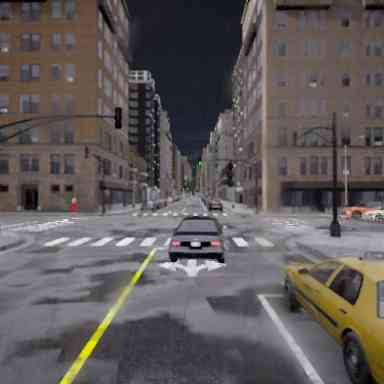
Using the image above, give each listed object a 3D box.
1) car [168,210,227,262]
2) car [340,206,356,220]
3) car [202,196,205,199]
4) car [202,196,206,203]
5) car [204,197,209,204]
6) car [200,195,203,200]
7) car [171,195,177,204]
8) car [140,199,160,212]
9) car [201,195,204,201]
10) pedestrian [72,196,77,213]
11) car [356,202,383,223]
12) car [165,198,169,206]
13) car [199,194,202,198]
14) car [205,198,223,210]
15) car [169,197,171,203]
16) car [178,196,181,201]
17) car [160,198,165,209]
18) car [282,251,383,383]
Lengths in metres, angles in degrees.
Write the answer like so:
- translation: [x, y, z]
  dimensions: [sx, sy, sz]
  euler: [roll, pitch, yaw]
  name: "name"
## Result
- translation: [0.306, 1.608, 12.371]
  dimensions: [2.033, 1.411, 5.357]
  euler: [0, 0, 5]
  name: "car"
- translation: [16.106, 1.664, 30.582]
  dimensions: [4.553, 1.767, 2.097]
  euler: [0, -1, 0]
  name: "car"
- translation: [3.209, 1.824, 59.158]
  dimensions: [1.887, 1.381, 4.507]
  euler: [1, 0, 1]
  name: "car"
- translation: [3.138, 1.805, 53.628]
  dimensions: [2.008, 1.369, 4.403]
  euler: [1, 0, 1]
  name: "car"
- translation: [3.067, 1.774, 48.098]
  dimensions: [1.887, 1.381, 4.507]
  euler: [1, 0, 1]
  name: "car"
- translation: [3.494, 1.930, 81.279]
  dimensions: [2.008, 1.369, 4.403]
  euler: [1, 0, 1]
  name: "car"
- translation: [-5.103, 1.881, 75.676]
  dimensions: [1.752, 1.417, 4.829]
  euler: [1, 0, 1]
  name: "car"
- translation: [-5.530, 1.787, 42.673]
  dimensions: [1.802, 1.307, 4.206]
  euler: [1, 0, 1]
  name: "car"
- translation: [3.352, 1.896, 70.218]
  dimensions: [1.947, 1.339, 4.313]
  euler: [1, 0, 1]
  name: "car"
- translation: [-12.354, 1.319, 34.943]
  dimensions: [0.375, 1.860, 0.375]
  euler: [0, -1, 0]
  name: "pedestrian"
- translation: [16.467, 1.793, 27.329]
  dimensions: [4.674, 1.442, 1.812]
  euler: [0, -1, 0]
  name: "car"
- translation: [-5.387, 1.807, 53.731]
  dimensions: [2.008, 1.369, 4.403]
  euler: [1, 0, 1]
  name: "car"
- translation: [3.637, 1.993, 92.339]
  dimensions: [1.947, 1.339, 4.313]
  euler: [1, 0, 1]
  name: "car"
- translation: [2.995, 1.769, 42.567]
  dimensions: [1.947, 1.339, 4.313]
  euler: [1, 0, 1]
  name: "car"
- translation: [-5.315, 1.826, 59.260]
  dimensions: [1.887, 1.381, 4.507]
  euler: [1, 0, 1]
  name: "car"
- translation: [-4.888, 1.995, 92.432]
  dimensions: [1.947, 1.339, 4.313]
  euler: [1, 0, 1]
  name: "car"
- translation: [-5.458, 1.797, 48.202]
  dimensions: [1.947, 1.339, 4.313]
  euler: [1, 0, 1]
  name: "car"
- translation: [2.677, 1.550, 5.074]
  dimensions: [1.752, 1.417, 4.829]
  euler: [1, 0, 0]
  name: "car"
